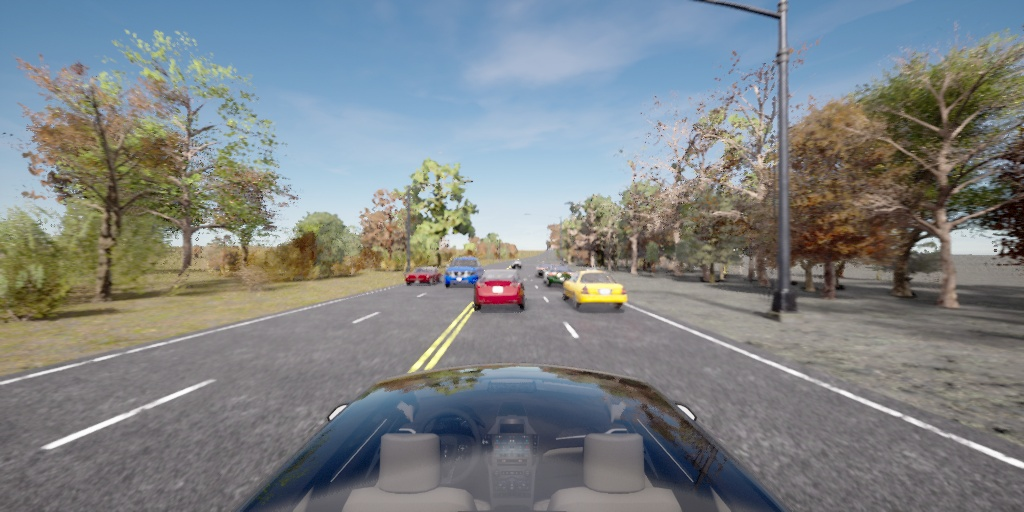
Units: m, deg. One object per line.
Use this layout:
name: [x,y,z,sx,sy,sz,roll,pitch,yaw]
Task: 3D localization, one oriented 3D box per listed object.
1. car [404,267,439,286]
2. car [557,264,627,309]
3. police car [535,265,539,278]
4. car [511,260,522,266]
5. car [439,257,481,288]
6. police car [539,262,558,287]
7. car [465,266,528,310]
car: [-6.525,1.497,26.905,1.895,1.301,4.718,0,0,1]
car: [3.256,1.259,15.105,1.801,1.575,5.366,0,-1,0]
police car: [3.427,1.418,36.848,2.038,1.542,4.974,0,-1,1]
car: [0.792,1.590,61.738,1.895,1.301,4.718,-1,-1,2]
car: [-3.287,1.106,25.225,2.150,2.045,5.566,0,0,1]
police car: [3.303,1.365,25.881,2.038,1.542,4.974,0,-1,0]
car: [-0.410,1.299,15.135,2.163,1.488,4.792,-1,-1,2]
